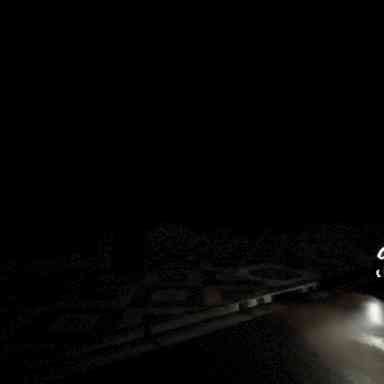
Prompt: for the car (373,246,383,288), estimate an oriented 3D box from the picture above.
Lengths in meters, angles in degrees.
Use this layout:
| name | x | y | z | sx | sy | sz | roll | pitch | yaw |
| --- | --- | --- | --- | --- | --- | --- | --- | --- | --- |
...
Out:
| name | x | y | z | sx | sy | sz | roll | pitch | yaw |
| --- | --- | --- | --- | --- | --- | --- | --- | --- | --- |
| car | 6.267 | 1.352 | 7.853 | 4.553 | 1.767 | 2.097 | 0 | 0 | -36 |
